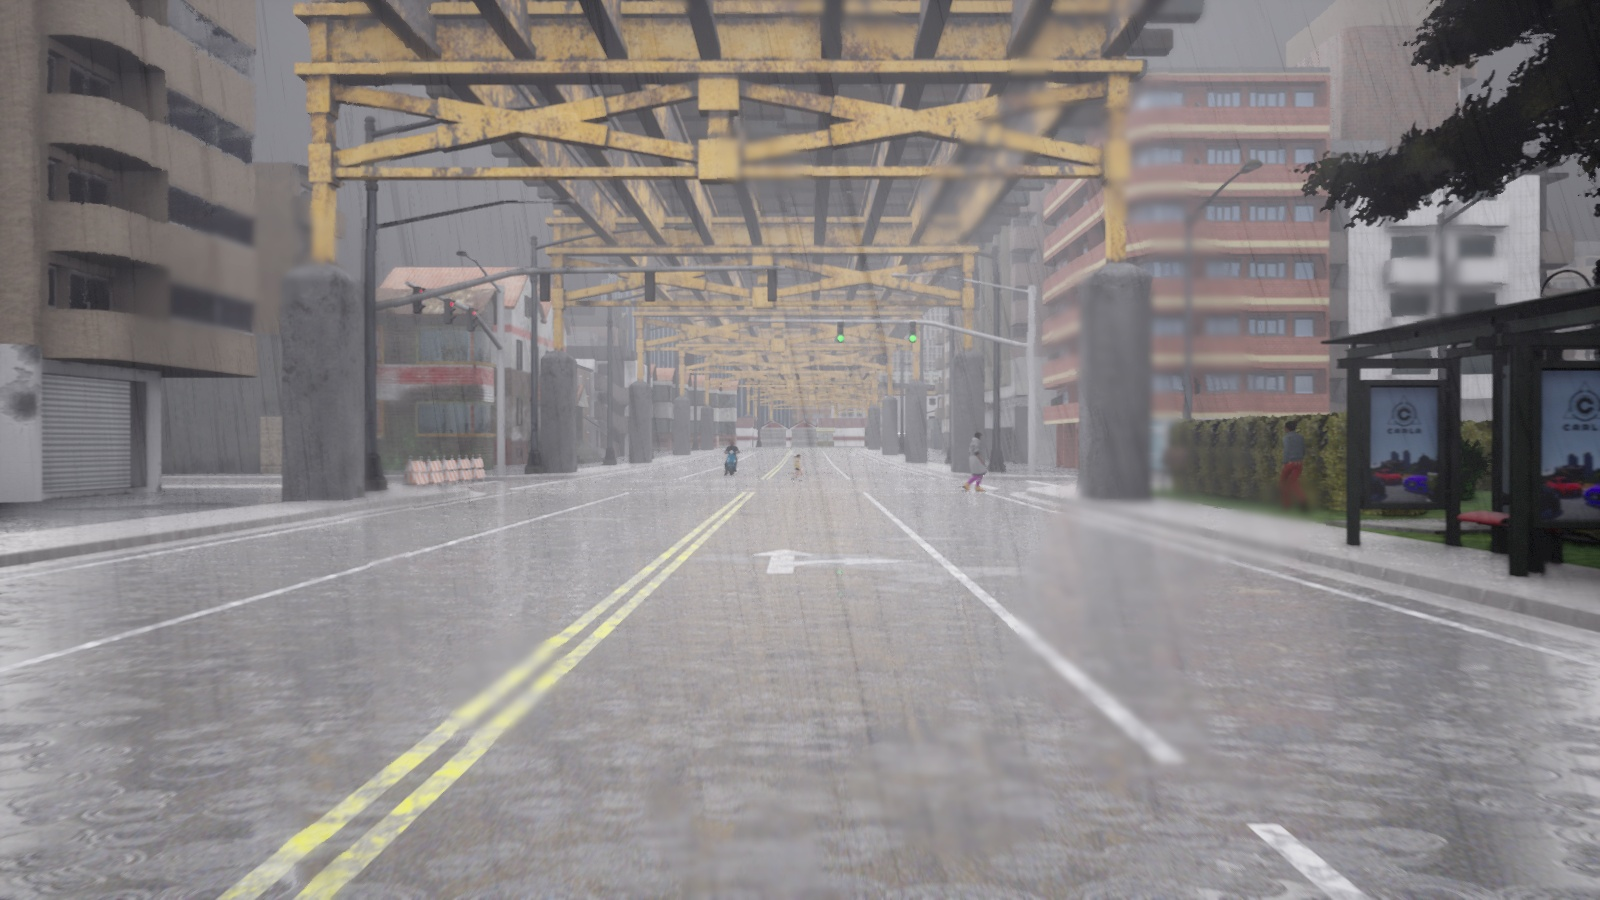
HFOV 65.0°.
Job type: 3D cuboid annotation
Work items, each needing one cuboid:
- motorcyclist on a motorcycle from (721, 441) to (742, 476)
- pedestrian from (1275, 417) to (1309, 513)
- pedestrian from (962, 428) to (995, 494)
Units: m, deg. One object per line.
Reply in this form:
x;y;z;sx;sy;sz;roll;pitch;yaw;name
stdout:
-3.159;0.370;58.107;0.866;1.590;1.817;0;0;0;motorcyclist on a motorcycle
9.554;0.282;24.388;0.353;1.847;0.614;0;0;-8;pedestrian
5.362;0.326;37.766;0.873;1.952;0.659;0;0;0;pedestrian
